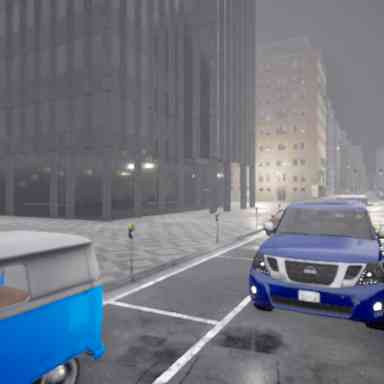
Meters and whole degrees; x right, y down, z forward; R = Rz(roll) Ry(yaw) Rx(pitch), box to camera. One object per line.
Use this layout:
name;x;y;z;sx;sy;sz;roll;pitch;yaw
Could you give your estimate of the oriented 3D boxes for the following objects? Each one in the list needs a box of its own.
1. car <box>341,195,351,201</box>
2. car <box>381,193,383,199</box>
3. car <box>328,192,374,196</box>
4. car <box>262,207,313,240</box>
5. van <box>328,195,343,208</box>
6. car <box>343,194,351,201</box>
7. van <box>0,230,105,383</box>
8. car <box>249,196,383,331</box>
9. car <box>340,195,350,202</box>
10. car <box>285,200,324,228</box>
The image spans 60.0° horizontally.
car;35.635;1.395;76.895;1.947;1.339;4.313;0;0;27
car;40.617;1.175;67.940;2.192;1.841;5.009;0;0;27
car;10.464;1.202;21.716;2.150;2.045;5.566;0;1;27
car;5.209;1.569;17.749;1.802;1.307;4.206;0;0;27
van;20.689;1.285;47.842;1.690;1.788;3.998;0;0;27
car;38.144;1.334;81.772;1.752;1.417;4.829;0;0;27
van;-2.531;1.338;2.704;1.690;1.788;3.998;0;0;27
car;3.024;1.219;7.470;2.150;2.045;5.566;0;0;27
car;32.970;1.377;71.715;1.752;1.417;4.829;0;0;27
car;7.789;1.421;22.765;1.967;1.590;4.097;0;0;27
